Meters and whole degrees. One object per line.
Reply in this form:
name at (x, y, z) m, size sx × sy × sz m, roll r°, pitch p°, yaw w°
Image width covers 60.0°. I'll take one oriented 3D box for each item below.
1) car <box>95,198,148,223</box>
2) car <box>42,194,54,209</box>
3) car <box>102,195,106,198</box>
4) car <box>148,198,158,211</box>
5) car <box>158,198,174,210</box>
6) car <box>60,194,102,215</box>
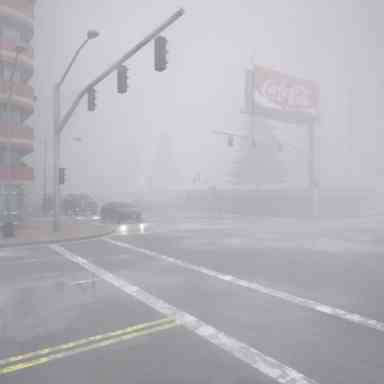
car at (-5.590, 1.505, 25.871) m, size 1.837 × 1.490 × 4.892 m, roll 0°, pitch 0°, yaw -36°
car at (-17.750, 1.221, 42.776) m, size 2.150 × 2.045 × 5.566 m, roll 0°, pitch 0°, yaw -35°
car at (-16.943, 1.352, 59.943) m, size 2.097 × 1.767 × 4.553 m, roll 0°, pitch 0°, yaw -36°
car at (-6.203, 1.564, 39.041) m, size 1.994 × 1.385 × 4.181 m, roll 0°, pitch 0°, yaw -36°
car at (-4.245, 1.477, 42.310) m, size 1.882 × 1.535 × 5.008 m, roll 0°, pitch 0°, yaw -36°
car at (-11.590, 1.221, 34.206) m, size 2.150 × 2.045 × 5.566 m, roll 0°, pitch 0°, yaw -36°
